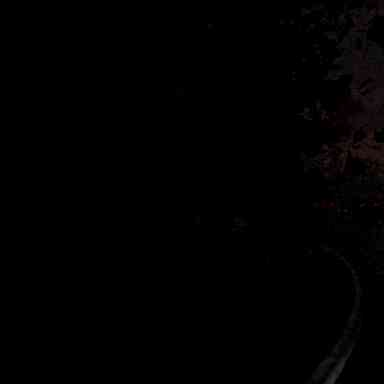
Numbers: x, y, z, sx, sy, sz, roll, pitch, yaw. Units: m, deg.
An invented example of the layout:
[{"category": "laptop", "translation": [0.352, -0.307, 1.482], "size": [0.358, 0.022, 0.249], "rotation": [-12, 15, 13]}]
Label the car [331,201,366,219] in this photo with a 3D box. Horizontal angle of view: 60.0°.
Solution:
[{"category": "car", "translation": [15.847, 1.879, 33.390], "size": [2.033, 1.411, 5.357], "rotation": [-1, -2, 33]}]

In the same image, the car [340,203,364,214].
[{"category": "car", "translation": [24.528, 2.481, 50.853], "size": [2.128, 1.511, 4.902], "rotation": [-1, -3, 40]}]

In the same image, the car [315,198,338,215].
[{"category": "car", "translation": [16.674, 1.765, 40.445], "size": [2.150, 2.045, 5.566], "rotation": [-1, -2, 36]}]

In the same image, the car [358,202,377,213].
[{"category": "car", "translation": [31.279, 2.715, 59.232], "size": [2.097, 1.767, 4.553], "rotation": [-1, -3, 39]}]

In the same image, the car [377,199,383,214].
[{"category": "car", "translation": [25.622, 2.077, 46.880], "size": [2.150, 2.045, 5.566], "rotation": [-1, -4, 40]}]
